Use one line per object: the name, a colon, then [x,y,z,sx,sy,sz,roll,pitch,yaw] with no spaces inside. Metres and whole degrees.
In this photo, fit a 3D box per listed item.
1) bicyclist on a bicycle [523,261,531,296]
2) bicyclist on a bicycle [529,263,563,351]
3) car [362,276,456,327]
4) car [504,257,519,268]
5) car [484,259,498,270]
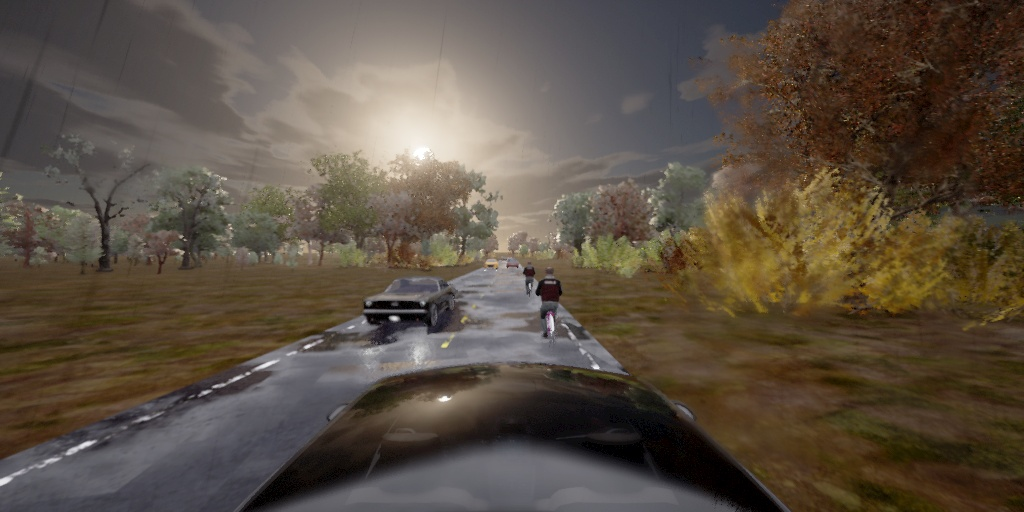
bicyclist on a bicycle: [0.825,1.122,17.107,0.659,1.776,1.843,0,0,0]
bicyclist on a bicycle: [0.826,1.122,8.107,0.659,1.776,1.843,0,0,0]
car: [-3.103,1.352,11.704,1.895,1.301,4.718,0,0,0]
car: [0.090,1.289,60.627,1.994,1.385,4.181,0,0,0]
car: [-3.090,1.208,54.118,1.882,1.535,5.008,0,0,0]
